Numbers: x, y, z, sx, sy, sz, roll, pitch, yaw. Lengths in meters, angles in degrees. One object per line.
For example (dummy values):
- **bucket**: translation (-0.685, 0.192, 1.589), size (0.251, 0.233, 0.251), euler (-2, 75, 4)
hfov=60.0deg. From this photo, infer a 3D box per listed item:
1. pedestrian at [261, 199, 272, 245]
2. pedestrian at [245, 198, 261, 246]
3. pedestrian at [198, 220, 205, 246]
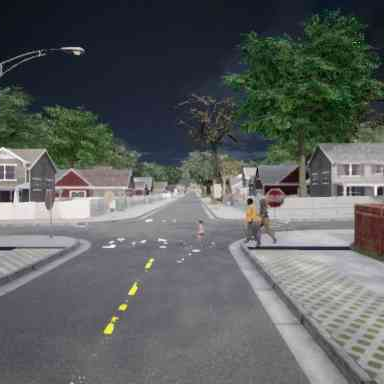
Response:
- **pedestrian**: translation (2.882, 1.139, 13.381), size (0.375, 1.860, 0.375), euler (0, 0, 0)
- **pedestrian**: translation (2.335, 1.137, 12.782), size (0.375, 1.860, 0.375), euler (0, 0, 0)
- **pedestrian**: translation (0.419, 1.669, 13.995), size (0.500, 1.100, 0.500), euler (0, 0, 0)
